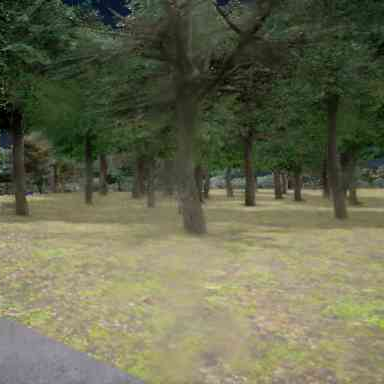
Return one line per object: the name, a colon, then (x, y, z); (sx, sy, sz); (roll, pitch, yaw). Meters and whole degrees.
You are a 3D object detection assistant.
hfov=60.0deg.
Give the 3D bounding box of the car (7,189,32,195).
car: (-35.665, 0.103, 68.832); (1.812, 1.442, 4.674); (-3, 0, 34)
